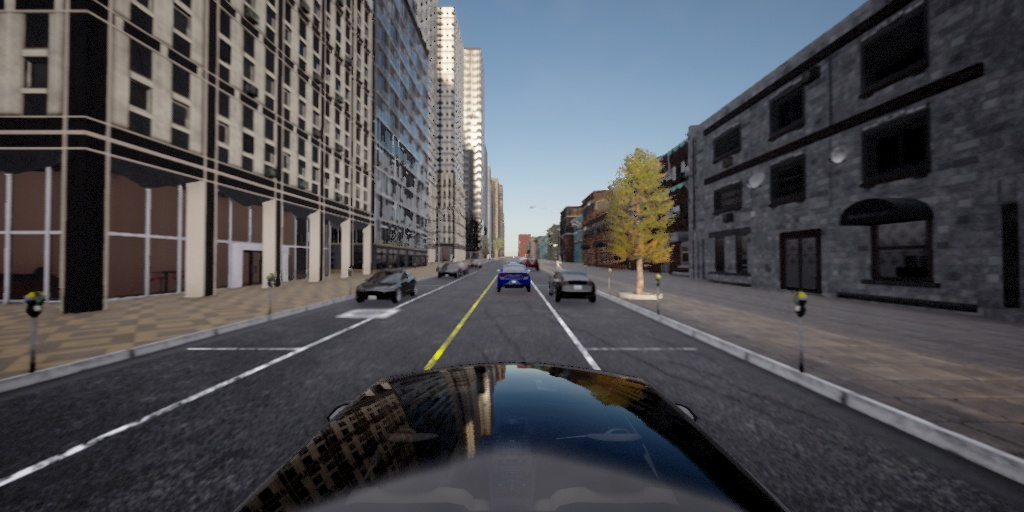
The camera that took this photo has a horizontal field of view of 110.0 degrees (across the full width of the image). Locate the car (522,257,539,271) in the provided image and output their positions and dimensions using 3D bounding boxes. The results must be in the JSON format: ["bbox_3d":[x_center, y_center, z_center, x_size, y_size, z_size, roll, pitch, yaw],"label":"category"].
[{"bbox_3d":[2.708,1.058,50.053,2.192,1.841,5.009,0,0,0],"label":"car"}]

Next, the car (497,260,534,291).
[{"bbox_3d":[0.106,1.229,21.766,1.882,1.535,5.008,0,0,0],"label":"car"}]

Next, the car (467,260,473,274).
[{"bbox_3d":[-5.677,1.330,38.960,1.802,1.307,4.207,0,0,0],"label":"car"}]

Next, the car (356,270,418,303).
[{"bbox_3d":[-5.684,1.318,16.777,1.948,1.339,4.313,0,0,0],"label":"car"}]

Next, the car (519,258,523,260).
[{"bbox_3d":[0.114,1.272,44.248,1.812,1.442,4.674,0,0,0],"label":"car"}]

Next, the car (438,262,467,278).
[{"bbox_3d":[-5.679,1.315,33.415,1.948,1.339,4.313,0,0,0],"label":"car"}]

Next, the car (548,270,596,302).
[{"bbox_3d":[2.697,1.318,16.777,1.948,1.339,4.313,0,0,0],"label":"car"}]

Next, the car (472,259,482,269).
[{"bbox_3d":[-5.671,1.180,55.598,1.967,1.591,4.097,0,0,0],"label":"car"}]
